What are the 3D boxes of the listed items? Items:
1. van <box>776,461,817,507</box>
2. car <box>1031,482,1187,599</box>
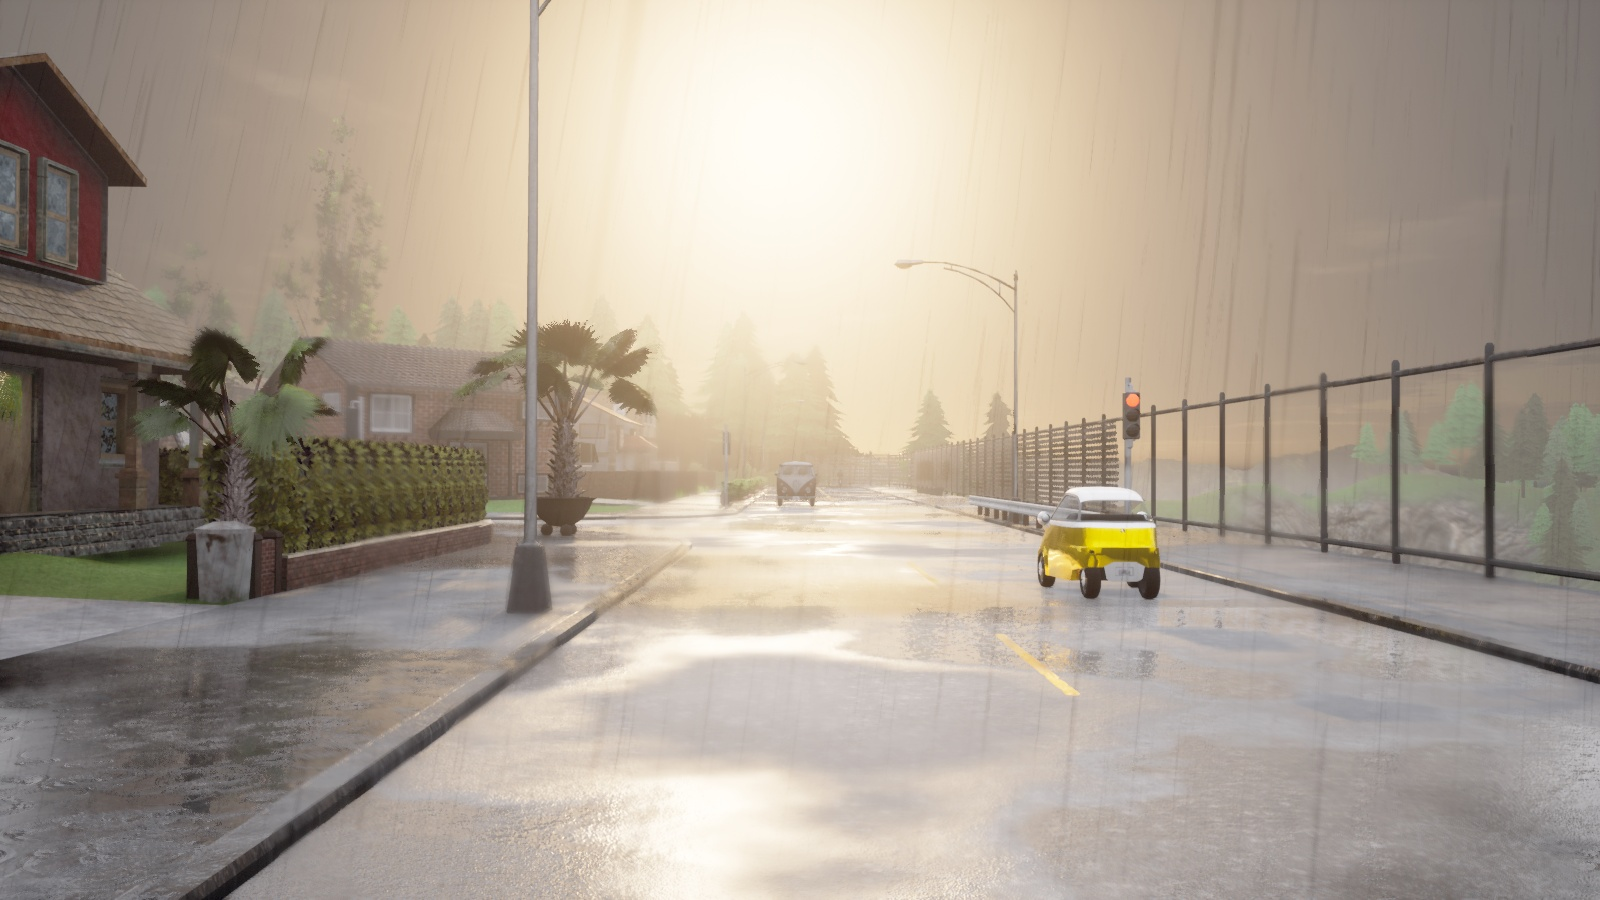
[{"bbox_3d":[-0.157,1.511,56.542,1.775,1.987,4.442,0,-1,0],"label":"van"},{"bbox_3d":[3.959,1.128,16.375,1.481,1.376,2.207,0,-1,0],"label":"car"}]
